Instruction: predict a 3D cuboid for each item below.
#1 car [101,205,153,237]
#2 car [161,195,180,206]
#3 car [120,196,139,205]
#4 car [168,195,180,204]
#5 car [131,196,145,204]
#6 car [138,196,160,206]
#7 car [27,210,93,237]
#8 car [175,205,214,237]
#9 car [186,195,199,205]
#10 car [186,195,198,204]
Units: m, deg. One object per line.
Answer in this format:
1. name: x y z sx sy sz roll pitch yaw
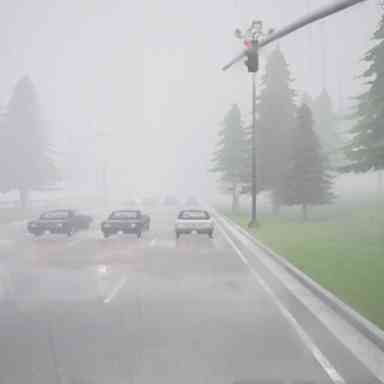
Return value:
1. car: -3.397 1.616 17.985 1.895 1.301 4.718 0 0 0
2. car: -3.493 1.397 54.922 2.097 1.767 4.553 0 0 0
3. car: -10.493 1.646 54.983 1.895 1.301 4.718 0 0 0
4. car: -3.492 1.408 64.925 2.097 1.767 4.553 0 0 0
5. car: -10.492 1.583 64.956 1.812 1.442 4.674 0 0 0
6. car: -6.993 1.537 54.536 2.128 1.511 4.902 0 0 0
7. car: -6.897 1.616 18.054 1.895 1.301 4.718 0 0 0
8. car: 0.103 1.616 18.035 1.895 1.301 4.718 0 0 0
9. car: 0.007 1.536 54.535 2.128 1.511 4.902 0 0 0
10. car: 0.008 1.407 64.925 2.097 1.767 4.553 0 0 0
